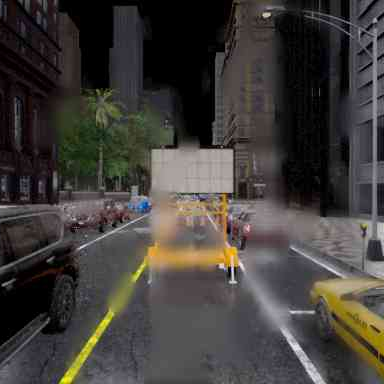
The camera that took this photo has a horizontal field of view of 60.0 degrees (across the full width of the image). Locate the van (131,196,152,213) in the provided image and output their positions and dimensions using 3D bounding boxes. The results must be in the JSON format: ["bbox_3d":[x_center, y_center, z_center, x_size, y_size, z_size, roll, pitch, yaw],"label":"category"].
[{"bbox_3d":[-5.721,1.350,36.044,1.690,1.788,3.998,0,0,0],"label":"van"}]

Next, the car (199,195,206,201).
[{"bbox_3d":[2.872,1.532,89.742,1.752,1.417,4.829,0,0,0],"label":"car"}]

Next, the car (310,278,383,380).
[{"bbox_3d":[2.765,1.525,3.638,1.752,1.417,4.829,0,0,0],"label":"car"}]

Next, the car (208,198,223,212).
[{"bbox_3d":[2.798,1.557,30.593,2.008,1.369,4.403,0,0,0],"label":"car"}]

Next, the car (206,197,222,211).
[{"bbox_3d":[2.805,1.534,36.188,1.752,1.417,4.829,0,0,0],"label":"car"}]

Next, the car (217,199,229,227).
[{"bbox_3d":[2.784,1.442,19.743,1.967,1.590,4.097,0,0,0],"label":"car"}]

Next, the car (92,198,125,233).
[{"bbox_3d":[-5.742,1.317,19.766,2.192,1.841,5.009,0,0,0],"label":"car"}]

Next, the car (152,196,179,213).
[{"bbox_3d":[-2.953,1.501,37.517,2.128,1.511,4.902,0,0,0],"label":"car"}]

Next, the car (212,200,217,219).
[{"bbox_3d":[2.790,1.549,25.168,1.887,1.381,4.507,0,0,0],"label":"car"}]

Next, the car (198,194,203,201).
[{"bbox_3d":[2.858,1.576,78.731,1.947,1.339,4.313,0,0,0],"label":"car"}]

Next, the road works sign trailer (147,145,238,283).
[{"bbox_3d":[0.013,0.464,9.596,2.380,3.560,2.880,0,0,0],"label":"road works sign trailer"}]

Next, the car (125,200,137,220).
[{"bbox_3d":[-5.734,1.549,25.191,1.887,1.381,4.507,0,0,0],"label":"car"}]

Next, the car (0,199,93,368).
[{"bbox_3d":[-3.095,1.221,3.853,2.150,2.045,5.566,0,0,0],"label":"car"}]

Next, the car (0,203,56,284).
[{"bbox_3d":[-5.755,1.315,8.914,2.192,1.841,5.009,0,0,0],"label":"car"}]

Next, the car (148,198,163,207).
[{"bbox_3d":[-5.700,1.594,52.322,1.802,1.307,4.206,0,0,0],"label":"car"}]

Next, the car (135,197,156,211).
[{"bbox_3d":[-5.714,1.451,41.470,1.967,1.590,4.097,0,0,0],"label":"car"}]

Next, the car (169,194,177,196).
[{"bbox_3d":[-5.660,1.559,84.182,2.008,1.369,4.403,0,0,0],"label":"car"}]

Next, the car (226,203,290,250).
[{"bbox_3d":[2.777,1.441,14.318,1.967,1.590,4.097,0,0,0],"label":"car"}]

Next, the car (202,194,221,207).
[{"bbox_3d":[2.811,1.326,41.443,2.192,1.841,5.009,0,0,0],"label":"car"}]
